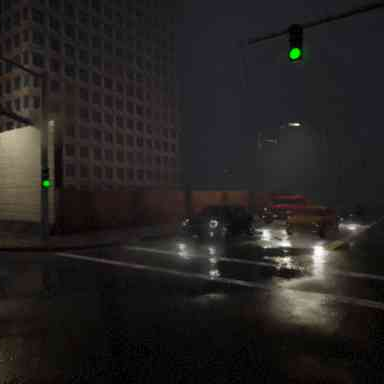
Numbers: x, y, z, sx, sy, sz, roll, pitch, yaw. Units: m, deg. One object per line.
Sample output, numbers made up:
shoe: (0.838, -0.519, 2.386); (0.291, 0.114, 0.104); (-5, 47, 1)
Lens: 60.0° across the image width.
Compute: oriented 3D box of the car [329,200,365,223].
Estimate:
car: (12.501, 1.609, 26.557); (2.033, 1.411, 5.357); (-1, 0, 36)

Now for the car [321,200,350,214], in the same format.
car: (16.515, 1.645, 38.112); (2.033, 1.411, 5.357); (-1, 0, 35)

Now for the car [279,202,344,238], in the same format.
car: (6.808, 1.544, 18.558); (1.882, 1.535, 5.008); (-1, 0, 35)

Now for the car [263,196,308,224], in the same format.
car: (7.364, 1.323, 25.385); (2.150, 2.045, 5.566); (-1, -1, 36)

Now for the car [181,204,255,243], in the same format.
car: (1.421, 1.458, 17.020); (2.097, 1.767, 4.553); (-1, 0, 35)
